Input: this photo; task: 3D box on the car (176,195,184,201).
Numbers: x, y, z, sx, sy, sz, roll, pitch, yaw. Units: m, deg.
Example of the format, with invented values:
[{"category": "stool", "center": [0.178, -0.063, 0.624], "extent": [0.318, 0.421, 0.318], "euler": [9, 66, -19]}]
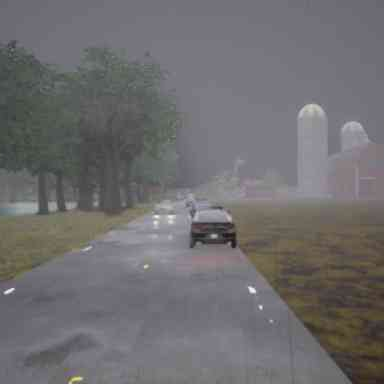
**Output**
[{"category": "car", "center": [-2.751, 1.492, 75.054], "extent": [1.882, 1.535, 5.008], "euler": [0, 0, 0]}]

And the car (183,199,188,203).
[{"category": "car", "center": [0.002, 1.696, 51.430], "extent": [1.895, 1.301, 4.718], "euler": [0, 0, 0]}]

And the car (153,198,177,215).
[{"category": "car", "center": [-2.845, 1.552, 34.620], "extent": [1.812, 1.442, 4.674], "euler": [0, 0, 0]}]

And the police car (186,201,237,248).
[{"category": "police car", "center": [0.825, 1.424, 14.894], "extent": [1.930, 1.638, 5.238], "euler": [0, 0, 0]}]

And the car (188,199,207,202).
[{"category": "car", "center": [0.825, 1.487, 24.784], "extent": [1.882, 1.535, 5.008], "euler": [0, 0, 0]}]
